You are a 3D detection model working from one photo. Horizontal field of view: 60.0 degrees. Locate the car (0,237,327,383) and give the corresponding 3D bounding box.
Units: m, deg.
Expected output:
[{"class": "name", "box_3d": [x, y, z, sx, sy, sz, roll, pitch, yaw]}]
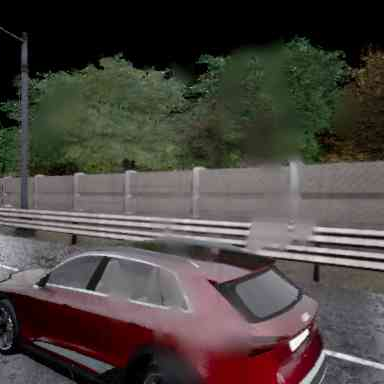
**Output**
[{"class": "car", "box_3d": [-0.824, 1.434, 4.459, 4.856, 1.649, 2.033, 0, 0, 36]}]
